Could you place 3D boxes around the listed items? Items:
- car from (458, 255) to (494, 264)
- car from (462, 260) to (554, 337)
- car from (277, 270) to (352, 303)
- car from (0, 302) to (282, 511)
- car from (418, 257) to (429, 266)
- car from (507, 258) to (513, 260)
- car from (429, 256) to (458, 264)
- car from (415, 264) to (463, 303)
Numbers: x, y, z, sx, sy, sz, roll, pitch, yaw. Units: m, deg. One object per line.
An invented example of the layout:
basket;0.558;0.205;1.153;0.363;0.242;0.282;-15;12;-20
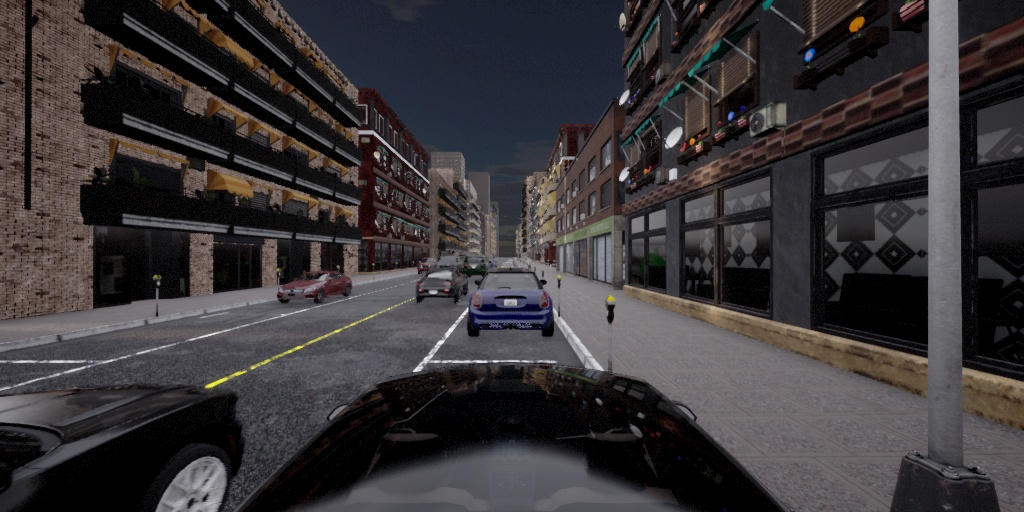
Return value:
car;-3.052;0.972;31.418;2.150;2.045;5.566;0;0;0
car;-0.032;1.103;10.469;2.097;1.767;4.553;0;0;0
car;-8.837;1.333;16.462;1.802;1.307;4.207;0;0;0
car;-3.057;1.227;0.781;1.882;1.535;5.008;0;0;0
car;-8.837;1.064;39.007;2.192;1.841;5.009;0;0;0
car;-0.456;1.275;39.173;1.751;1.417;4.829;0;0;0
car;-6.240;0.972;35.184;2.150;2.045;5.566;0;0;0
car;-3.151;1.276;16.625;1.812;1.442;4.674;0;0;0
